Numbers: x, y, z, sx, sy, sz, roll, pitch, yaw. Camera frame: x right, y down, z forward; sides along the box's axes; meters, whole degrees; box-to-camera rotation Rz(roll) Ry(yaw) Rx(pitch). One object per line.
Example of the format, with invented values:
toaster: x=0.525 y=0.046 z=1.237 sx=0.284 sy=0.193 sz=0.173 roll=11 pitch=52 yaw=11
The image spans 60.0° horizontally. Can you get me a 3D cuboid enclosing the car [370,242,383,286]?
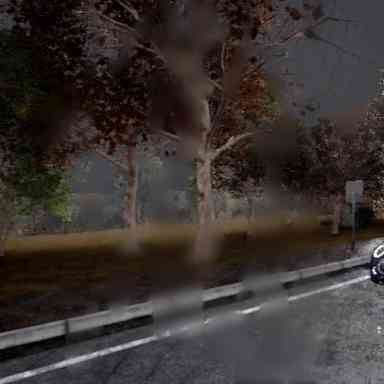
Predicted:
car: x=6.397 y=1.390 z=8.243 sx=4.553 sy=1.767 sz=2.097 roll=0 pitch=0 yaw=-35
